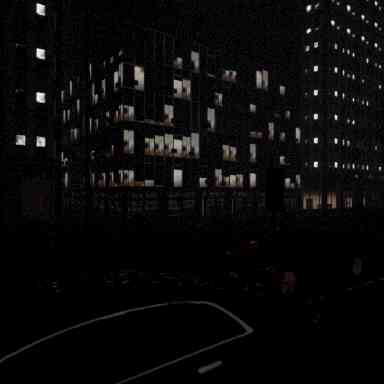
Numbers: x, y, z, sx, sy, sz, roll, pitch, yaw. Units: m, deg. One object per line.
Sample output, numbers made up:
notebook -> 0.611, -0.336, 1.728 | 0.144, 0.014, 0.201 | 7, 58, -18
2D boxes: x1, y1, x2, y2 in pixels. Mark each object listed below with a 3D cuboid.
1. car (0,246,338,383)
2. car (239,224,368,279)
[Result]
car -> -1.114, 1.505, 2.590 | 4.892, 1.490, 1.837 | 0, 0, -36
car -> 2.728, 1.545, 8.507 | 4.507, 1.381, 1.887 | 0, 0, -36
